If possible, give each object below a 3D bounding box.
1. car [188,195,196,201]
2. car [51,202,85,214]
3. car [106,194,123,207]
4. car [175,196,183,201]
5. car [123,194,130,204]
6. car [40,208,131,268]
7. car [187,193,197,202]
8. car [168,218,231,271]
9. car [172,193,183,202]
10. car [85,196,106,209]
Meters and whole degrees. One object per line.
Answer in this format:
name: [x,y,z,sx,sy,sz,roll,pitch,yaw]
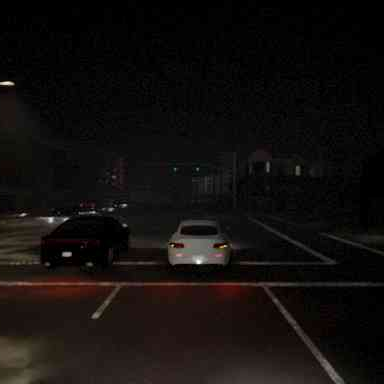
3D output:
car: [-0.044,1.658,90.984,2.128,1.511,4.902,0,-2,0]
car: [-14.121,1.927,37.484,1.895,1.301,4.718,0,-1,0]
car: [-14.046,1.529,57.269,2.150,2.045,5.566,0,1,0]
car: [-3.544,1.824,90.977,2.128,1.511,4.902,0,-2,0]
car: [-14.032,1.381,68.006,2.150,2.045,5.566,0,1,0]
car: [-3.410,1.549,11.540,1.882,1.535,5.008,0,0,0]
car: [-0.038,1.355,80.588,2.150,2.045,5.566,0,-1,0]
car: [0.269,1.591,11.040,1.812,1.442,4.674,0,0,2]
car: [-3.538,1.355,80.283,2.150,2.045,5.566,0,0,0]
car: [-14.106,1.730,46.750,2.097,1.767,4.553,0,0,0]
